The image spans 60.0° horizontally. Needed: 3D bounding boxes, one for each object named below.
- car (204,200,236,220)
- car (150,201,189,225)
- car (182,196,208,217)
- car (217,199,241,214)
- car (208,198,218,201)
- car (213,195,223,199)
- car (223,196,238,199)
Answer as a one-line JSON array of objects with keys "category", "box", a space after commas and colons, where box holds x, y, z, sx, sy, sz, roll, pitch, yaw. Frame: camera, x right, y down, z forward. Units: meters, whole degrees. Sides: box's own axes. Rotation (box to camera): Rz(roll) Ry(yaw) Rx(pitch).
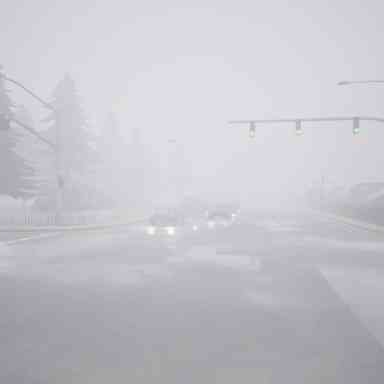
[{"category": "car", "box": [2.693, 1.761, 30.764, 2.033, 1.411, 5.357, 0, 0, 11]}, {"category": "car", "box": [-1.801, 1.709, 25.904, 1.812, 1.442, 4.674, 0, 0, 11]}, {"category": "car", "box": [0.010, 1.467, 35.440, 2.150, 2.045, 5.566, 0, 0, 11]}, {"category": "car", "box": [4.413, 1.836, 39.830, 1.994, 1.385, 4.181, 0, 0, 11]}, {"category": "car", "box": [1.907, 1.858, 45.516, 2.033, 1.411, 5.357, 0, 0, 11]}, {"category": "car", "box": [4.877, 1.634, 60.914, 2.150, 2.045, 5.566, 0, -1, 11]}, {"category": "car", "box": [6.189, 1.685, 49.275, 2.097, 1.767, 4.553, 0, 0, 11]}]
